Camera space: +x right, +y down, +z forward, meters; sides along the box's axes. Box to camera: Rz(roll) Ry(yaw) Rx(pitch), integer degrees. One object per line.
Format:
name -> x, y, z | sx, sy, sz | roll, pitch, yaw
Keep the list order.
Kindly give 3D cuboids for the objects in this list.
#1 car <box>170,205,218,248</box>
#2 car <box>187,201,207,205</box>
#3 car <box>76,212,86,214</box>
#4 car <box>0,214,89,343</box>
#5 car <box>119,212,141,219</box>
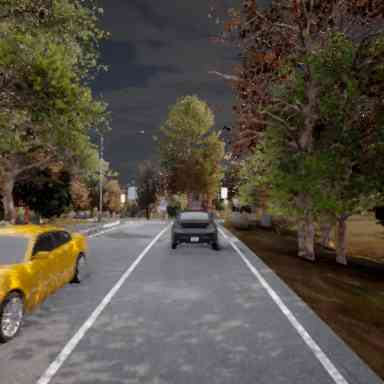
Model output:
car -> 0.099, 1.516, 14.643 | 1.837, 1.490, 4.892 | 0, -1, 0
car -> 0.608, 1.931, 32.164 | 2.150, 2.045, 5.566 | 0, -4, 6
car -> -19.081, 4.136, 57.149 | 1.812, 1.442, 4.674 | 1, -4, -11
car -> -3.597, 1.445, 6.588 | 1.882, 1.535, 5.008 | 0, 0, 0
car -> -13.751, 5.251, 73.610 | 4.892, 1.490, 1.837 | 2, -5, -41
